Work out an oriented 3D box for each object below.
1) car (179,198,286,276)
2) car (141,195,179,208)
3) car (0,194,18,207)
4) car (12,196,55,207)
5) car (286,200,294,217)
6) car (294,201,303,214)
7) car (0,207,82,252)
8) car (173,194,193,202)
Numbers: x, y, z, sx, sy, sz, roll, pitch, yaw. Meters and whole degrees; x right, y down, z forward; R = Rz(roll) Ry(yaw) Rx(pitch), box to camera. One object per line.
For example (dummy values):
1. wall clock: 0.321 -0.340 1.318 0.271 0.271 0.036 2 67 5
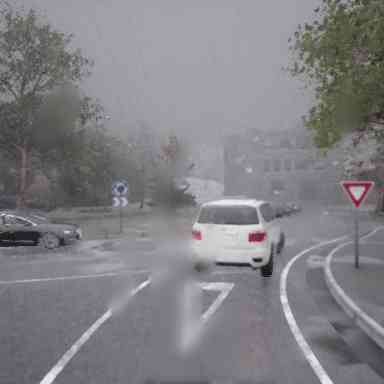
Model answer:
1. car: 1.664 1.248 10.769 2.150 2.045 5.566 -1 0 19
2. car: -4.978 1.612 48.308 4.902 1.511 2.128 -1 0 20
3. car: -26.337 1.269 45.030 2.150 2.045 5.566 -1 -1 44
4. car: -21.308 1.639 45.414 4.892 1.490 1.837 1 -1 -37
5. car: 7.786 1.610 31.308 1.895 1.301 4.718 0 0 1
6. car: 10.266 1.579 36.104 1.994 1.385 4.181 0 0 -11
7. car: -6.975 1.530 13.214 4.902 1.511 2.128 0 0 -8
8. car: -2.026 1.288 52.380 2.150 2.045 5.566 0 2 -40
